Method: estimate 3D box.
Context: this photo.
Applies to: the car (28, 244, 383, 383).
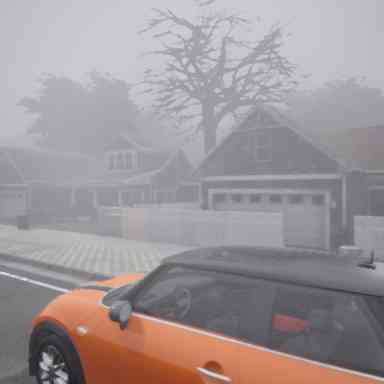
[{"bbox_3d":[0.284,1.357,3.480,4.553,1.767,2.097,0,0,36],"label":"car"}]
